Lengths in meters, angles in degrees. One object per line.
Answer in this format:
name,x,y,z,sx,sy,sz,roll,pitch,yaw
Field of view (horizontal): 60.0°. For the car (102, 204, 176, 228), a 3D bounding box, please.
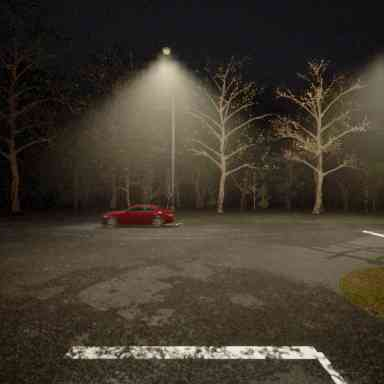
car,-3.383,1.533,21.352,4.674,1.442,1.812,0,0,0
